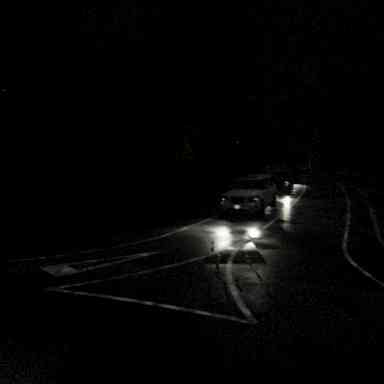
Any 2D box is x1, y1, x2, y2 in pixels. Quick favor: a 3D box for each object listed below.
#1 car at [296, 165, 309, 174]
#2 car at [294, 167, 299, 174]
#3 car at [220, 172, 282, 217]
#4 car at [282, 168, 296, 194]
[{"bbox_3d":[18.257,-3.816,55.760,1.882,1.535,5.008,0,6,7],"label":"car"},{"bbox_3d":[10.736,-1.718,37.674,1.994,1.385,4.181,0,6,17],"label":"car"},{"bbox_3d":[3.397,0.104,19.143,2.150,2.045,5.566,0,6,25],"label":"car"},{"bbox_3d":[7.434,-0.864,28.402,2.097,1.767,4.553,0,6,21],"label":"car"}]
